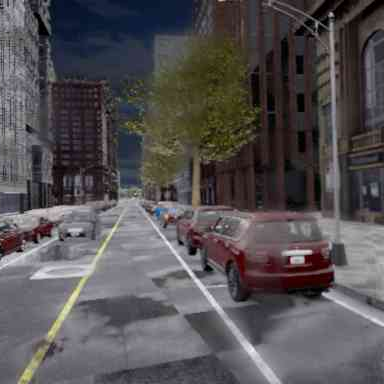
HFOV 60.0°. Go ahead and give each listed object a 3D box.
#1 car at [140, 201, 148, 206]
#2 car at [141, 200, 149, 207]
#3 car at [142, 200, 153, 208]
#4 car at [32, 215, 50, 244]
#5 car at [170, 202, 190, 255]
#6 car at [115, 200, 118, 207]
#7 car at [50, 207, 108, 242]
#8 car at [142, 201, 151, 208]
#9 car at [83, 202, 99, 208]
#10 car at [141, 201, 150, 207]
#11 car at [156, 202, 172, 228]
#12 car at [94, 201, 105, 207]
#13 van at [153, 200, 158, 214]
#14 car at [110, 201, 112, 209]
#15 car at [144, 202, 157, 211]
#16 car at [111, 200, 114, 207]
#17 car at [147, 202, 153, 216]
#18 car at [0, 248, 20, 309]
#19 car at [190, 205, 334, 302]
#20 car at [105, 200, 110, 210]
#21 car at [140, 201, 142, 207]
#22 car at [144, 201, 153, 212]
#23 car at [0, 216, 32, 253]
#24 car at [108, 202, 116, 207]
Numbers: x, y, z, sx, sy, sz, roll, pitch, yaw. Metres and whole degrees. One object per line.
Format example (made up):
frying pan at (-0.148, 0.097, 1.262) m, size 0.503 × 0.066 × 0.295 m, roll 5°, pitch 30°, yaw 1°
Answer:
car at (-13.252, 3.199, 91.800) m, size 1.802 × 1.307 × 4.206 m, roll -1°, pitch -1°, yaw -10°
car at (-12.270, 2.944, 86.252) m, size 1.967 × 1.590 × 4.097 m, roll -1°, pitch -1°, yaw -10°
car at (-6.352, 2.172, 52.944) m, size 2.192 × 1.841 × 5.009 m, roll -1°, pitch -1°, yaw -10°
car at (-8.818, 1.981, 18.149) m, size 1.887 × 1.381 × 4.507 m, roll -1°, pitch -1°, yaw -10°
car at (0.557, 1.481, 14.082) m, size 2.192 × 1.841 × 5.009 m, roll -1°, pitch -1°, yaw -10°
car at (-20.659, 3.245, 84.759) m, size 1.947 × 1.339 × 4.313 m, roll -1°, pitch -1°, yaw -10°
car at (-6.269, 1.880, 19.043) m, size 2.128 × 1.511 × 4.902 m, roll -1°, pitch -1°, yaw -10°
car at (-10.324, 2.813, 75.315) m, size 1.752 × 1.417 × 4.829 m, roll -1°, pitch -1°, yaw -10°
car at (-12.737, 2.343, 40.186) m, size 1.752 × 1.417 × 4.829 m, roll -1°, pitch -1°, yaw -10°
car at (-11.279, 2.975, 80.697) m, size 1.802 × 1.307 × 4.206 m, roll -1°, pitch -1°, yaw -10°
car at (-1.413, 1.796, 25.184) m, size 1.967 × 1.590 × 4.097 m, roll -1°, pitch -1°, yaw -10°
car at (-13.759, 2.240, 45.906) m, size 2.192 × 1.841 × 5.009 m, roll -1°, pitch -1°, yaw -10°
van at (-2.403, 1.792, 30.738) m, size 1.690 × 1.788 × 3.998 m, roll -1°, pitch -1°, yaw -10°
car at (-16.712, 2.810, 62.556) m, size 1.947 × 1.339 × 4.313 m, roll -1°, pitch -1°, yaw -10°
car at (-7.333, 2.508, 58.492) m, size 1.887 × 1.381 × 4.507 m, roll -1°, pitch -1°, yaw -10°
car at (-17.705, 2.666, 68.110) m, size 2.192 × 1.841 × 5.009 m, roll -1°, pitch -1°, yaw -10°
car at (-4.372, 2.228, 41.838) m, size 1.802 × 1.307 × 4.206 m, roll -1°, pitch -1°, yaw -10°
car at (-3.480, 1.664, 2.793) m, size 2.033 × 1.411 × 5.357 m, roll -1°, pitch -1°, yaw -10°
car at (1.544, 1.387, 8.531) m, size 2.192 × 1.841 × 5.009 m, roll -1°, pitch -1°, yaw -10°
car at (-15.732, 2.453, 57.009) m, size 2.192 × 1.841 × 5.009 m, roll -1°, pitch -1°, yaw -10°
car at (-9.306, 2.742, 69.594) m, size 1.947 × 1.339 × 4.313 m, roll -1°, pitch -1°, yaw -10°
car at (-5.359, 2.316, 47.388) m, size 1.947 × 1.339 × 4.313 m, roll -1°, pitch -1°, yaw -10°
car at (-7.834, 1.782, 12.600) m, size 1.967 × 1.590 × 4.097 m, roll -1°, pitch -1°, yaw -10°
car at (-21.645, 3.358, 90.309) m, size 1.947 × 1.339 × 4.313 m, roll -1°, pitch -1°, yaw -10°
